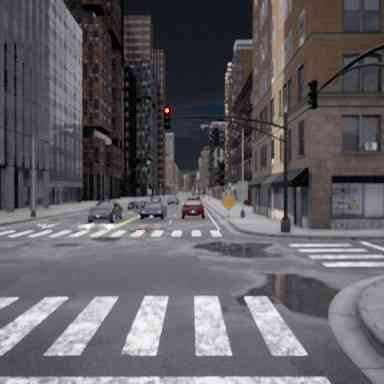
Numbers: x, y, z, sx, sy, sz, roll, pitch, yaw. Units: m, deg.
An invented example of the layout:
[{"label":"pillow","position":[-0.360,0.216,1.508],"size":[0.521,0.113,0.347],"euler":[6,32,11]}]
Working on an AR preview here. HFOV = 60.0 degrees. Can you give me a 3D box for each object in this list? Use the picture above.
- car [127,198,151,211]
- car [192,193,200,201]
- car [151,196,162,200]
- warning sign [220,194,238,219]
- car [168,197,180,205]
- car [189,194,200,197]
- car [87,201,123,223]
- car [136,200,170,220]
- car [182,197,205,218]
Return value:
[{"label":"car","position":[-6.584,1.543,40.433],"size":[1.994,1.385,4.181],"euler":[0,0,0]},{"label":"car","position":[1.001,1.206,85.924],"size":[2.150,2.045,5.566],"euler":[0,0,0]},{"label":"car","position":[-6.482,1.484,60.046],"size":[2.128,1.511,4.902],"euler":[0,0,0]},{"label":"warning sign","position":[2.862,1.100,25.889],"size":[1.300,1.860,1.060],"euler":[0,0,0]},{"label":"car","position":[-3.177,1.523,56.574],"size":[2.033,1.411,5.357],"euler":[0,0,0]},{"label":"car","position":[0.074,1.482,56.664],"size":[1.837,1.490,4.892],"euler":[0,1,0]},{"label":"car","position":[-6.591,1.488,25.695],"size":[1.837,1.490,4.892],"euler":[0,0,0]},{"label":"car","position":[-3.142,1.584,28.006],"size":[1.895,1.301,4.718],"euler":[0,0,0]},{"label":"car","position":[0.109,1.460,29.965],"size":[1.882,1.535,5.008],"euler":[0,0,0]}]
